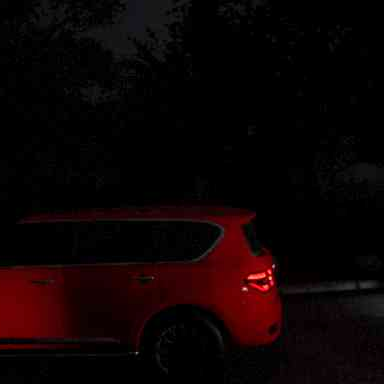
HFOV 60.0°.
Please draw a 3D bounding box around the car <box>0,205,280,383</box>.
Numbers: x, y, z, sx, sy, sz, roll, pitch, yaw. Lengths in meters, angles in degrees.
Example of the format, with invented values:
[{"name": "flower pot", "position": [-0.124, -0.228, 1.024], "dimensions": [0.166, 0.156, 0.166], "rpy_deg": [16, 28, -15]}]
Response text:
[{"name": "car", "position": [-1.584, 1.231, 4.860], "dimensions": [5.566, 2.045, 2.150], "rpy_deg": [0, 0, 2]}]
